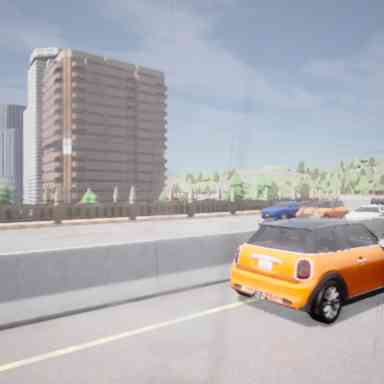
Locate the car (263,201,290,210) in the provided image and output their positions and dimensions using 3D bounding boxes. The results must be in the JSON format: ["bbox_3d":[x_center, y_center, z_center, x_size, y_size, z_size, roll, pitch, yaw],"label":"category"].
[{"bbox_3d":[7.737,1.517,27.184,5.008,1.535,1.882,0,0,-39],"label":"car"}]

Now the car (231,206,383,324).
[{"bbox_3d":[3.071,1.361,7.411,4.553,1.767,2.097,0,0,-36],"label":"car"}]

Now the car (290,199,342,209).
[{"bbox_3d":[9.575,1.382,24.222,4.553,1.767,2.097,0,0,-39],"label":"car"}]

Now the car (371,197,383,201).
[{"bbox_3d":[33.206,1.601,59.569,1.994,1.385,4.181,0,0,26],"label":"car"}]

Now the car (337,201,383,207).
[{"bbox_3d":[11.492,1.546,21.259,4.674,1.442,1.812,0,0,-39],"label":"car"}]
